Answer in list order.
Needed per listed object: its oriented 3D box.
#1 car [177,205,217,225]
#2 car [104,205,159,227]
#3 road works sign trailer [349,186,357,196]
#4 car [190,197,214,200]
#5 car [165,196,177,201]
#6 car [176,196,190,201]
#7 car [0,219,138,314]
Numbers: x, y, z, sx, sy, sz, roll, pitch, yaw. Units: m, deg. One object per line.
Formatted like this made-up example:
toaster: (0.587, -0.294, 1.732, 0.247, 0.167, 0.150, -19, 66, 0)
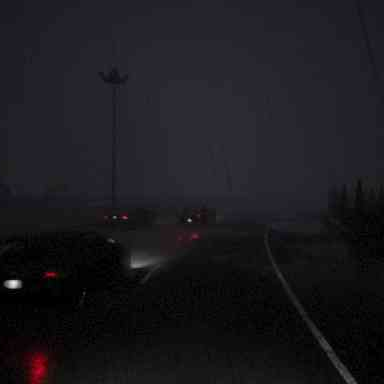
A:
car: (0.481, 1.602, 24.344, 1.895, 1.301, 4.718, 0, 0, 17)
car: (-3.879, 1.532, 21.857, 2.033, 1.411, 5.357, 0, 0, 15)
road works sign trailer: (32.608, 0.584, 66.484, 2.880, 3.560, 2.380, 0, 0, -35)
car: (2.380, 1.554, 53.538, 2.033, 1.411, 5.357, 0, 0, 33)
car: (-2.795, 1.478, 58.303, 2.128, 1.511, 4.902, 0, 0, 34)
car: (-0.128, 1.523, 56.041, 1.812, 1.442, 4.674, 0, 0, 33)
car: (-2.863, 1.553, 7.731, 1.994, 1.385, 4.181, 0, 0, 7)
